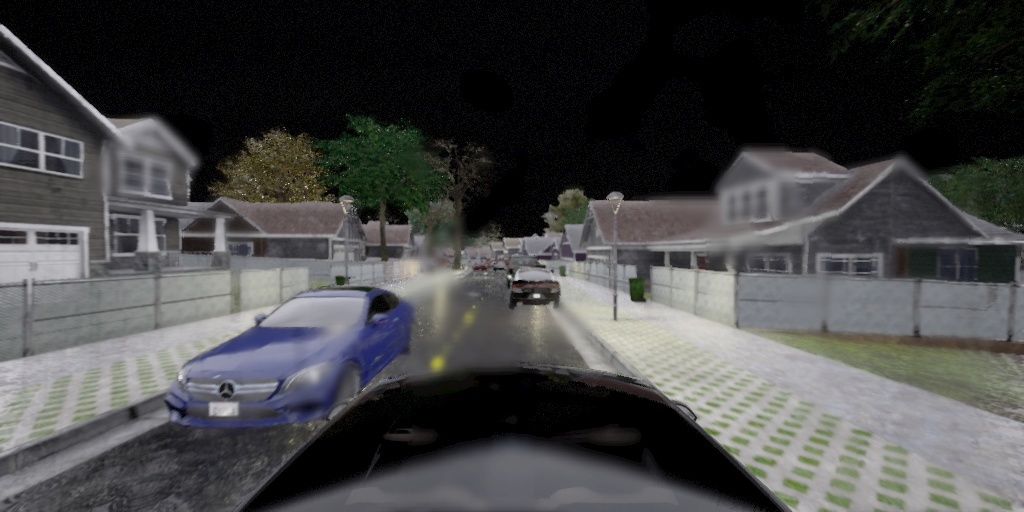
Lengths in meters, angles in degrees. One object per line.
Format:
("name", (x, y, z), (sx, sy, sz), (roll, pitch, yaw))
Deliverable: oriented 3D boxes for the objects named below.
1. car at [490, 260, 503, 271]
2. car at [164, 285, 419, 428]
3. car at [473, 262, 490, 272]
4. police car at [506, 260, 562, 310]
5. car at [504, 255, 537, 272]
("car", (-1.647, 1.394, 50.887), (1.994, 1.385, 4.181), (0, 0, -5))
("car", (-2.852, 1.257, 5.880), (1.812, 1.442, 4.674), (0, 0, 0))
("car", (-4.217, 1.415, 48.050), (1.895, 1.301, 4.718), (0, 0, -4))
("police car", (0.842, 1.156, 14.816), (1.930, 1.638, 5.238), (0, 0, 0))
("car", (0.712, 0.967, 24.790), (2.150, 2.045, 5.566), (0, 0, -1))
